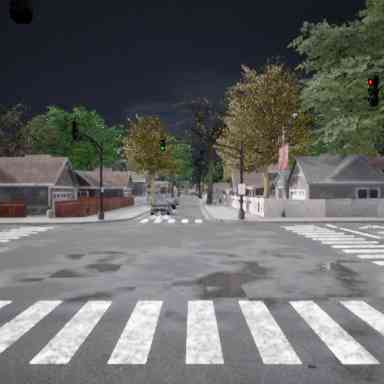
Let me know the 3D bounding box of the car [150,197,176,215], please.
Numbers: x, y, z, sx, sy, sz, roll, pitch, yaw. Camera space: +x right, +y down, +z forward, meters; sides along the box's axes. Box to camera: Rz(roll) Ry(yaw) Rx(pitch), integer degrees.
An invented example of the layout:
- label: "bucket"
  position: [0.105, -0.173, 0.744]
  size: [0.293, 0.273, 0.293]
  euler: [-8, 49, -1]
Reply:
- label: "car"
  position: [-3.060, 1.554, 33.914]
  size: [2.033, 1.411, 5.357]
  euler: [0, 0, 0]

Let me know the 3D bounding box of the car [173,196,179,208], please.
- label: "car"
  position: [-3.068, 1.491, 44.135]
  size: [1.882, 1.535, 5.008]
  euler: [0, 0, 0]
